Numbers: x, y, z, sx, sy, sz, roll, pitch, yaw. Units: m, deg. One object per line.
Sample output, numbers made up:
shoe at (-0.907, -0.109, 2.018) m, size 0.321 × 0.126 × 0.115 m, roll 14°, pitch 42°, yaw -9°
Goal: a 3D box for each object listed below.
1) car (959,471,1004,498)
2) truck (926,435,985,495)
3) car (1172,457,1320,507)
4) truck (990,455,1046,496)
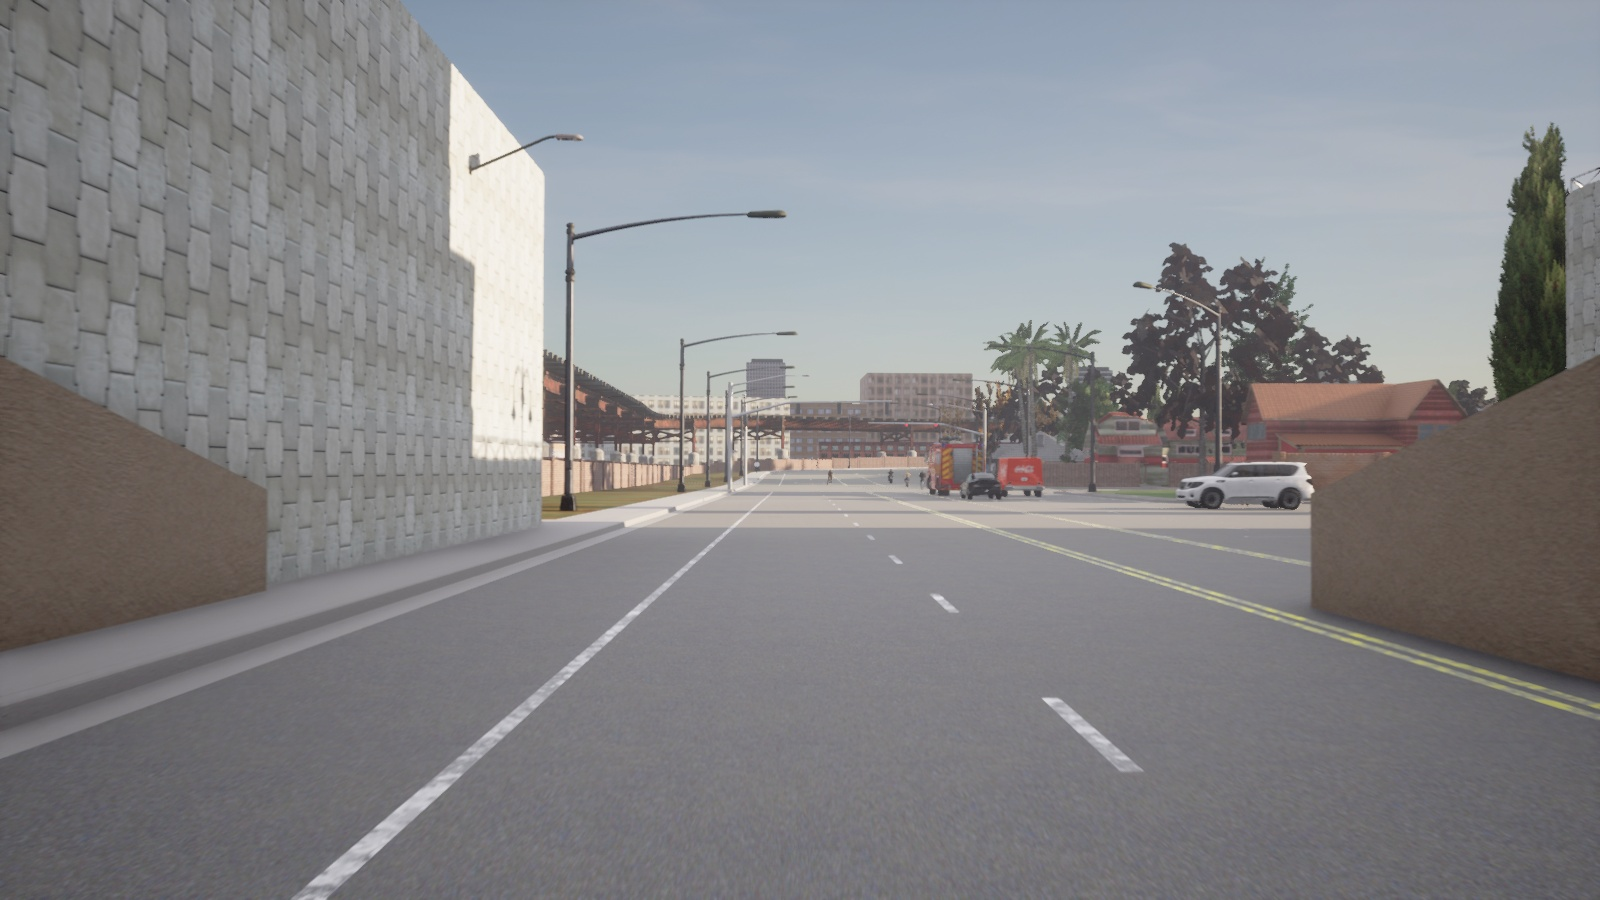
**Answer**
car at (10.310, 1.977, 71.689) m, size 1.837 × 1.490 × 4.892 m, roll 0°, pitch -1°, yaw 0°
truck at (10.282, 1.011, 83.774) m, size 2.891 × 3.827 × 8.468 m, roll 0°, pitch -1°, yaw 0°
car at (18.981, 1.355, 53.614) m, size 5.566 × 2.045 × 2.150 m, roll 0°, pitch -1°, yaw 0°
truck at (13.794, 1.608, 79.749) m, size 2.627 × 2.467 × 5.204 m, roll 0°, pitch -1°, yaw 0°
